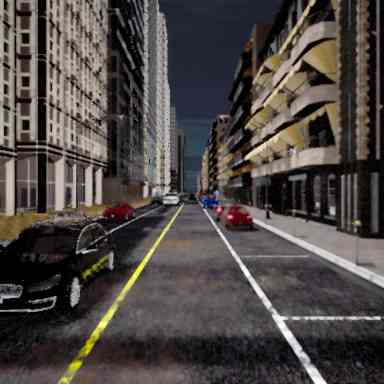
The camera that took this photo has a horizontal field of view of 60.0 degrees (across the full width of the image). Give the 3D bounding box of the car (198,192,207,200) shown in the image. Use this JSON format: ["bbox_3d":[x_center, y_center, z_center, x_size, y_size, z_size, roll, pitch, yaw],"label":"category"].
[{"bbox_3d":[2.704,1.063,88.295,2.192,1.841,5.009,0,0,0],"label":"car"}]

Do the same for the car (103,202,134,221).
[{"bbox_3d":[-5.685,1.459,26.163,1.887,1.381,4.507,0,0,0],"label":"car"}]

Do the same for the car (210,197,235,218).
[{"bbox_3d":[2.696,1.354,26.162,1.967,1.590,4.097,0,0,0],"label":"car"}]

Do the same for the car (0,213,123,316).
[{"bbox_3d":[-3.099,1.478,7.735,1.837,1.490,4.892,0,0,0],"label":"car"}]

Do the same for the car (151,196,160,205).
[{"bbox_3d":[-5.682,1.397,54.405,1.947,1.339,4.313,0,0,0],"label":"car"}]

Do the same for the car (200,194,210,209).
[{"bbox_3d":[2.367,1.338,43.818,1.882,1.535,5.008,0,0,0],"label":"car"}]

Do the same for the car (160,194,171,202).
[{"bbox_3d":[-5.680,1.227,71.351,1.967,1.590,4.097,0,0,0],"label":"car"}]

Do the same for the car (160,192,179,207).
[{"bbox_3d":[-3.068,1.065,49.725,2.150,2.045,5.566,0,0,0],"label":"car"}]

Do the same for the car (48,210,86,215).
[{"bbox_3d":[-5.686,1.500,14.866,2.008,1.369,4.403,0,0,0],"label":"car"}]

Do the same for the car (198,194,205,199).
[{"bbox_3d":[2.704,1.316,93.944,1.802,1.307,4.206,0,0,0],"label":"car"}]

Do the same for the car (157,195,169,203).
[{"bbox_3d":[-5.680,1.352,65.702,2.008,1.369,4.403,0,0,0],"label":"car"}]

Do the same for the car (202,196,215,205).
[{"bbox_3d":[2.699,1.397,54.405,1.947,1.339,4.313,0,0,0],"label":"car"}]

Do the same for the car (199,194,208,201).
[{"bbox_3d":[2.702,1.214,76.998,1.967,1.590,4.097,0,0,0],"label":"car"}]

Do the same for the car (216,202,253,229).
[{"bbox_3d":[2.695,1.514,20.514,1.802,1.307,4.206,0,0,0],"label":"car"}]

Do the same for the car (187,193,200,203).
[{"bbox_3d":[0.009,1.302,62.198,2.128,1.511,4.902,0,0,0],"label":"car"}]

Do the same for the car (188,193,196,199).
[{"bbox_3d":[0.014,1.067,85.998,1.837,1.490,4.892,0,0,0],"label":"car"}]
